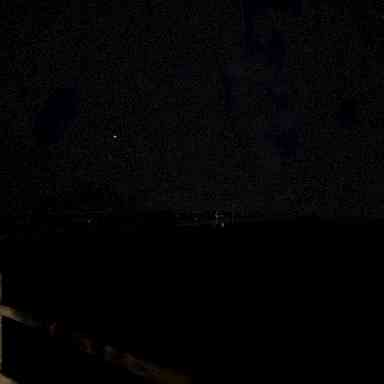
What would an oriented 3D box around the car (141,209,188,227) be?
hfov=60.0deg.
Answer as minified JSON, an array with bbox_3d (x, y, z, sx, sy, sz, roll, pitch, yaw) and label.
[{"bbox_3d":[-2.995,2.526,32.151,2.128,1.511,4.902,0,-2,36],"label":"car"}]

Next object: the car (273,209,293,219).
[{"bbox_3d":[16.233,3.779,59.066,2.097,1.767,4.553,0,-3,38],"label":"car"}]

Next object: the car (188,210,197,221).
[{"bbox_3d":[-1.063,2.834,39.914,2.128,1.511,4.902,0,-2,36],"label":"car"}]

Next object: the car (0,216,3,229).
[{"bbox_3d":[-14.460,1.905,20.682,1.837,1.490,4.892,0,-2,32],"label":"car"}]

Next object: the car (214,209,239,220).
[{"bbox_3d":[5.046,3.286,48.403,1.837,1.490,4.892,0,-3,36],"label":"car"}]

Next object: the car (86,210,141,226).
[{"bbox_3d":[-7.505,2.384,30.915,2.128,1.511,4.902,0,-2,35],"label":"car"}]
